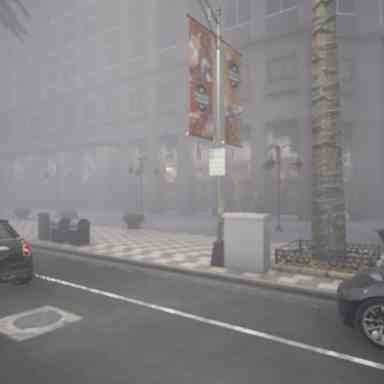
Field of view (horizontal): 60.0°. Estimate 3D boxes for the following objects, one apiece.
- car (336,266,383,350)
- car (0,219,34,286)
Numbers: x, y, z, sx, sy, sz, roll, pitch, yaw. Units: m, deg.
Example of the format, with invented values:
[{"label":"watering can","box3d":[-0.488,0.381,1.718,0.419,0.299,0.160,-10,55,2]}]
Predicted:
[{"label":"car","box3d":[4.557,1.510,4.538,4.786,1.482,2.161,0,0,35]},{"label":"car","box3d":[-5.968,1.373,8.251,4.553,1.767,2.097,0,0,36]}]
